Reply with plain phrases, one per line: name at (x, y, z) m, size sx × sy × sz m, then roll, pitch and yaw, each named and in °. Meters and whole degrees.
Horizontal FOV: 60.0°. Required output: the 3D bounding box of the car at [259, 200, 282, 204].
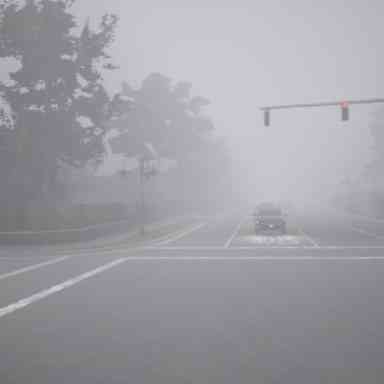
car at (7.080, 1.785, 31.648) m, size 2.097 × 1.767 × 4.553 m, roll -1°, pitch -1°, yaw 11°

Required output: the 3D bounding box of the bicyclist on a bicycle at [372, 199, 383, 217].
bicyclist on a bicycle at (17.609, 1.502, 30.847) m, size 1.656 × 1.620 × 0.582 m, roll -2°, pitch -1°, yaw 11°

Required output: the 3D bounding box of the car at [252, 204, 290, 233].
car at (5.109, 1.803, 21.867) m, size 1.837 × 1.490 × 4.892 m, roll -1°, pitch -1°, yaw 11°

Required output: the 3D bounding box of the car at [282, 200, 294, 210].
car at (15.385, 2.155, 54.088) m, size 2.128 × 1.511 × 4.902 m, roll -1°, pitch -1°, yaw 11°

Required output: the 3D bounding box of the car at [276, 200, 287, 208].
car at (17.782, 2.354, 66.464) m, size 1.812 × 1.442 × 4.674 m, roll -1°, pitch -1°, yaw 11°

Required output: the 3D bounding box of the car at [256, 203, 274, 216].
car at (9.061, 2.132, 41.406) m, size 1.994 × 1.385 × 4.181 m, roll -1°, pitch -1°, yaw 11°
